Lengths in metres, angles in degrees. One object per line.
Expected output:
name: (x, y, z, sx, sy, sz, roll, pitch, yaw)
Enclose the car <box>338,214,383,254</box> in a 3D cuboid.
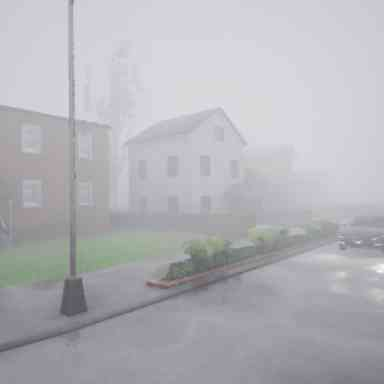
car: (8.070, 1.765, 14.932, 1.837, 1.490, 4.892, -3, -2, 40)
